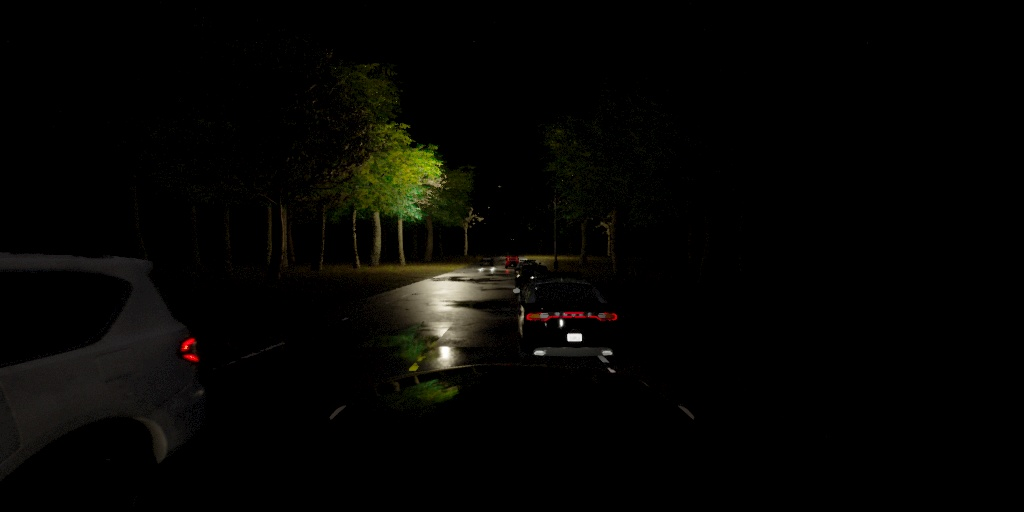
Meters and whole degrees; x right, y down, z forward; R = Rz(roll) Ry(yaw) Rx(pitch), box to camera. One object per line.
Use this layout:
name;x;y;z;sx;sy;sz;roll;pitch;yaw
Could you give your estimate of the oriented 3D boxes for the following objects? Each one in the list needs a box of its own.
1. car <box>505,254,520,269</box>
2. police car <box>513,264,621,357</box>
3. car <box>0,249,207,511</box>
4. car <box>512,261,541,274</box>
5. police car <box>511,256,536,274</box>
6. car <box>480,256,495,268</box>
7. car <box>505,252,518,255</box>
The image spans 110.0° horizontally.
car;0.082;0.899;47.243;1.812;1.442;4.674;0;1;1
police car;1.060;1.166;8.634;1.930;1.638;5.238;0;0;0
car;-3.600;0.971;0.611;2.150;2.045;5.566;0;0;0
car;1.070;1.199;18.523;1.837;1.490;4.892;0;0;0
police car;1.077;1.068;24.634;1.930;1.638;5.238;0;0;0
car;-3.449;0.799;50.208;1.882;1.535;5.008;0;1;0
car;0.064;0.290;60.129;2.150;2.045;5.566;0;2;0
